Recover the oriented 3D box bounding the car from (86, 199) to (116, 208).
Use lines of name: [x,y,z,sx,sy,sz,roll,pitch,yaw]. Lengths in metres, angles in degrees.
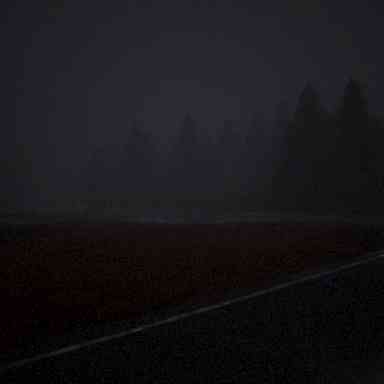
car: [-13.530,1.657,49.152,4.718,1.301,1.895,0,0,36]
